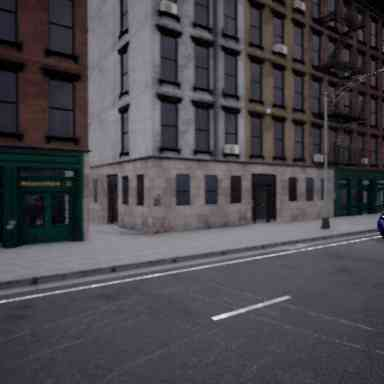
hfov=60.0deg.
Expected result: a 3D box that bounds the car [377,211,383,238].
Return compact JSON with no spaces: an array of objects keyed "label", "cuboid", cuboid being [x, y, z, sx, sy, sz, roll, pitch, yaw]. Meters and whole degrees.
[{"label":"car","cuboid":[10.866,1.111,15.417,5.566,2.045,2.150,0,0,-35]}]
